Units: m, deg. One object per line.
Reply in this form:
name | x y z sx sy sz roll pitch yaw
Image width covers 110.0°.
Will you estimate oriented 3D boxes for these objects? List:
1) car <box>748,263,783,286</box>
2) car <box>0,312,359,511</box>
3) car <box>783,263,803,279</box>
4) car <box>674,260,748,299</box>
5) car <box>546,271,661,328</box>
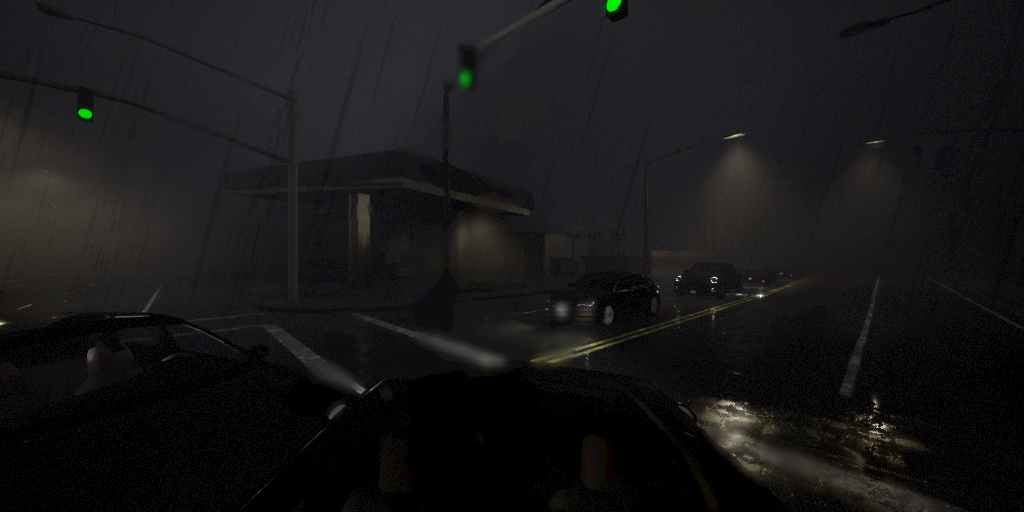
car | 17.157 1.314 25.102 4.181 1.385 1.994 0 0 -45
car | -3.368 1.242 2.739 4.902 1.511 2.128 0 0 16
car | 24.432 1.314 32.009 4.181 1.385 1.994 0 0 -43
car | 10.092 1.102 18.333 4.553 1.767 2.097 0 0 -44
car | 3.115 1.255 11.627 4.892 1.490 1.837 0 0 -44
